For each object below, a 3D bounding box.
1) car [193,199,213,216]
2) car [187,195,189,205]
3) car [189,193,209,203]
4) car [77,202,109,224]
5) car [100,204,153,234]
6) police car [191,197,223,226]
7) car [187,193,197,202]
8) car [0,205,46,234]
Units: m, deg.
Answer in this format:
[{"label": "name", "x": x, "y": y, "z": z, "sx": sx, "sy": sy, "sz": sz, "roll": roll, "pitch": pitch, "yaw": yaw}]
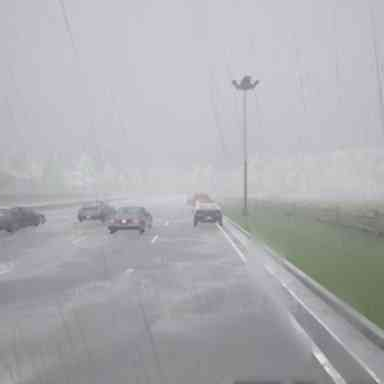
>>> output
[{"label": "car", "x": 1.046, "y": 1.483, "z": 33.160, "sx": 1.812, "sy": 1.442, "sz": 4.674, "roll": 0, "pitch": 0, "yaw": 0}, {"label": "car", "x": -0.005, "y": 1.524, "z": 58.697, "sx": 1.895, "sy": 1.301, "sz": 4.718, "roll": 0, "pitch": 0, "yaw": 0}, {"label": "car", "x": 1.045, "y": 1.173, "z": 39.190, "sx": 2.150, "sy": 2.045, "sz": 5.566, "roll": 0, "pitch": 0, "yaw": 0}, {"label": "car", "x": -6.903, "y": 1.459, "z": 24.618, "sx": 2.128, "sy": 1.511, "sz": 4.902, "roll": 0, "pitch": 0, "yaw": 0}, {"label": "car", "x": -3.402, "y": 1.522, "z": 19.154, "sx": 2.033, "sy": 1.411, "sz": 5.357, "roll": 0, "pitch": 0, "yaw": 0}, {"label": "police car", "x": 1.047, "y": 1.395, "z": 23.270, "sx": 1.930, "sy": 1.638, "sz": 5.238, "roll": 0, "pitch": 0, "yaw": 0}, {"label": "car", "x": -0.008, "y": 1.153, "z": 73.500, "sx": 2.097, "sy": 1.767, "sz": 4.553, "roll": 0, "pitch": 0, "yaw": 0}, {"label": "car", "x": -10.403, "y": 1.522, "z": 19.165, "sx": 2.033, "sy": 1.411, "sz": 5.357, "roll": 0, "pitch": 0, "yaw": 0}]
